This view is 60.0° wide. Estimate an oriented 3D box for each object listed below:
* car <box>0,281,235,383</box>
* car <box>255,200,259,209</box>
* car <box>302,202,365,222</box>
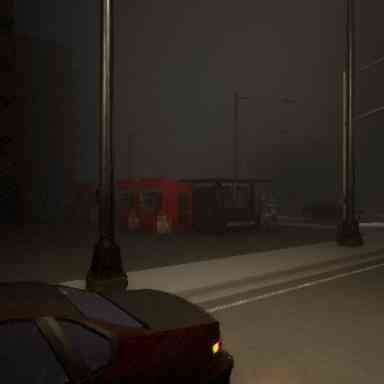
[{"bbox_3d":[-2.137,1.547,2.475,5.357,1.411,2.033,0,0,-36],"label":"car"},{"bbox_3d":[9.717,1.933,52.687,2.033,1.411,5.357,0,-1,-36],"label":"car"},{"bbox_3d":[11.170,1.602,26.590,1.837,1.490,4.892,0,-1,-36],"label":"car"}]
